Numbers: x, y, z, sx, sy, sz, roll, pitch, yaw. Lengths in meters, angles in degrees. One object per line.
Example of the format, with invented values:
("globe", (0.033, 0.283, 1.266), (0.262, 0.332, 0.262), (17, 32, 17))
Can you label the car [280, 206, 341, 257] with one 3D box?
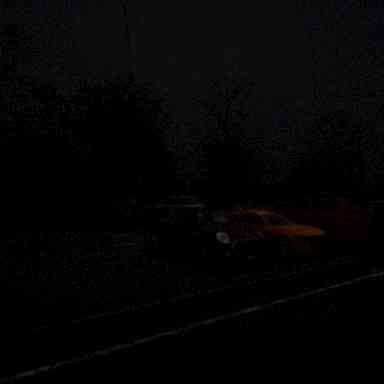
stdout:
("car", (2.902, 1.489, 13.272), (2.097, 1.535, 5.008), (1, -1, -36))

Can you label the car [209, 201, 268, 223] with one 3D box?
("car", (3.938, 1.687, 29.382), (1.946, 1.575, 5.366), (2, -1, -36))

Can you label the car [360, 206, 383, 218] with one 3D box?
("car", (25.352, 2.677, 44.532), (2.002, 1.452, 4.674), (3, -2, -36))

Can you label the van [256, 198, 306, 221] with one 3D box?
("van", (8.546, 1.612, 32.327), (1.878, 1.987, 4.442), (2, -1, -36))

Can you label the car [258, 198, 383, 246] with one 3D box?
("car", (5.251, 1.282, 15.009), (2.435, 2.045, 5.566), (1, -1, -36))

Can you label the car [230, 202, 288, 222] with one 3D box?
("car", (6.098, 1.756, 30.936), (1.946, 1.575, 5.366), (2, -1, -36))

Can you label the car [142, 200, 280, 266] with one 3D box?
("car", (0.432, 1.317, 11.509), (2.185, 1.767, 4.553), (1, -1, -36))

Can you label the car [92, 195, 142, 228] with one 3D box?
("car", (-4.990, 1.225, 22.661), (2.435, 2.045, 5.566), (1, -1, -36))

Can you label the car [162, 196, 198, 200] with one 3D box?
("car", (-0.571, 1.313, 25.872), (2.435, 2.045, 5.566), (1, -1, -36))
